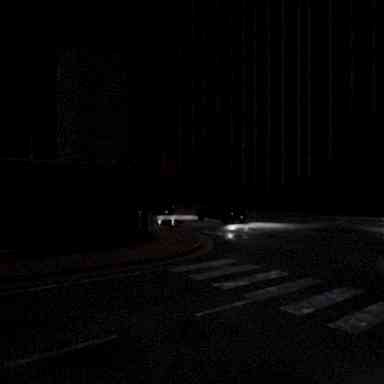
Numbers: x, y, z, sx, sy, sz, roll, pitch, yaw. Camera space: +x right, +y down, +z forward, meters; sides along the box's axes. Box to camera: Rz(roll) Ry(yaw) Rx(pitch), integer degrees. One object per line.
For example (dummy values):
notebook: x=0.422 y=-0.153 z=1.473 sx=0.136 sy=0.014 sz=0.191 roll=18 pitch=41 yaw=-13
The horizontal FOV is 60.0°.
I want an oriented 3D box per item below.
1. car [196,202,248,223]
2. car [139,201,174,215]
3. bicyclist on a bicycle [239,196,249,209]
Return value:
car: x=2.097 y=1.476 z=25.025 sx=1.812 sy=1.442 sz=4.674 roll=0 pitch=0 yaw=-36
car: x=-3.666 y=1.552 z=33.071 sx=1.895 sy=1.301 sz=4.718 roll=0 pitch=0 yaw=-36
bicyclist on a bicycle: x=6.221 y=1.255 z=39.847 sx=1.656 sy=1.620 sz=0.582 roll=0 pitch=0 yaw=-36
